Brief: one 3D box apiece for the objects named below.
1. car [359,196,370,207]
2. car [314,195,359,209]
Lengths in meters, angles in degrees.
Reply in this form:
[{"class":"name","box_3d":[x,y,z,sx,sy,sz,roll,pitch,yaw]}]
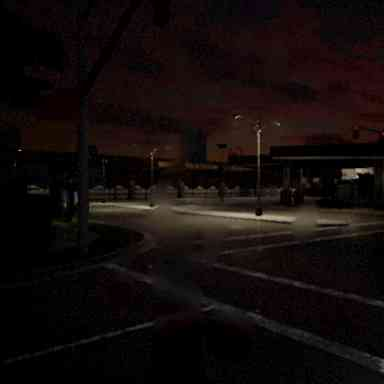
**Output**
[{"class":"car","box_3d":[21.495,1.298,44.445,1.970,1.475,3.806,0,0,-35]},{"class":"car","box_3d":[17.231,1.158,40.520,2.242,1.667,4.611,0,0,-35]}]
